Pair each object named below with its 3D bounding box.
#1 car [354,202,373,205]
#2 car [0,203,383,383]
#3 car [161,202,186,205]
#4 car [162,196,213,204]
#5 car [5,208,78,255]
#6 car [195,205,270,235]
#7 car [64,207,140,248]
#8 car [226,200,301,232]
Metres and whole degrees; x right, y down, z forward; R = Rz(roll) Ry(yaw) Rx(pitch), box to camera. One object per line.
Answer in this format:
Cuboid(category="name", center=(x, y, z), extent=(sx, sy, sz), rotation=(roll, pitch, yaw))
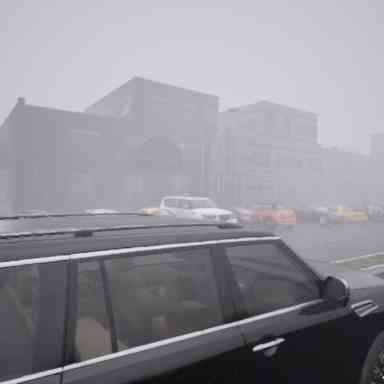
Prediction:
Cuboid(category="car", center=(11.409, 1.757, 27.316), extent=(1.946, 1.575, 5.366), rotation=(1, -1, -35))
Cuboid(category="car", center=(-0.180, 1.224, 3.004), extent=(5.566, 2.045, 2.150), rotation=(0, 0, -36))
Cuboid(category="car", center=(-2.277, 1.505, 17.591), extent=(1.946, 1.575, 5.366), rotation=(1, 0, -35))
Cuboid(category="car", center=(0.115, 1.284, 19.028), extent=(2.435, 2.045, 5.566), rotation=(1, 0, -35))
Cuboid(category="car", center=(-6.598, 1.514, 14.296), extent=(2.002, 1.452, 4.674), rotation=(0, 0, -35))
Cuboid(category="car", center=(2.358, 1.610, 20.655), extent=(2.002, 1.452, 4.674), rotation=(1, -1, -35))
Cuboid(category="car", center=(-4.429, 1.527, 15.831), extent=(2.002, 1.452, 4.674), rotation=(0, 0, -35))
Cuboid(category="car", center=(4.641, 1.487, 22.241), extent=(2.185, 1.767, 4.553), rotation=(1, -1, -35))
